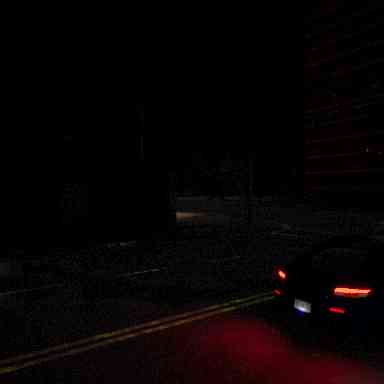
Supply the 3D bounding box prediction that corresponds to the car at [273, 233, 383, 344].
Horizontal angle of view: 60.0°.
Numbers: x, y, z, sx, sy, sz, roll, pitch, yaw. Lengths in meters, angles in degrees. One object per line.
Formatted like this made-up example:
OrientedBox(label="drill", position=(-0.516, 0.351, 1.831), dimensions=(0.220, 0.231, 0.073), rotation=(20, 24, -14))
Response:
OrientedBox(label="car", position=(3.520, 1.526, 6.281), dimensions=(4.674, 1.442, 1.812), rotation=(0, 0, -35))
